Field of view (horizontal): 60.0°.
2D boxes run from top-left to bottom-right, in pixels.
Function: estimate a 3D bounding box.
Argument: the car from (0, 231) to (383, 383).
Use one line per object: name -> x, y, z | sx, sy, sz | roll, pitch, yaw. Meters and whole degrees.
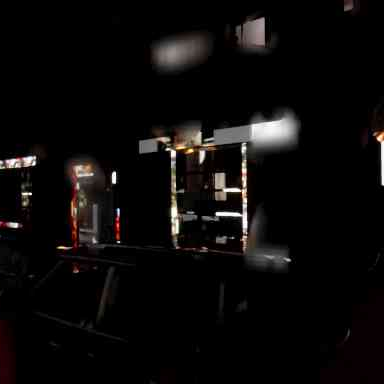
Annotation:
car -> -0.329, 1.316, 3.123 | 5.009, 1.841, 2.192 | 0, -1, 35
